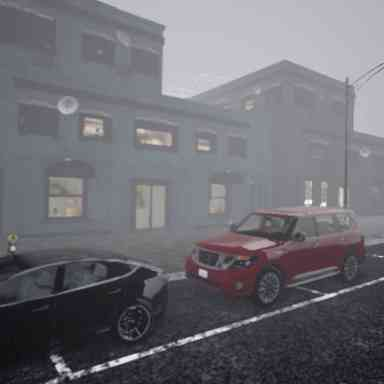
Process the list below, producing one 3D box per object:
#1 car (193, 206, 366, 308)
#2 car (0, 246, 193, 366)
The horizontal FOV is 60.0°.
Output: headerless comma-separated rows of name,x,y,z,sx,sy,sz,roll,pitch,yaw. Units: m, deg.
car,2.280,1.323,8.159,5.009,1.841,2.192,0,1,-35
car,-2.354,1.567,4.863,4.313,1.339,1.947,0,1,-35
